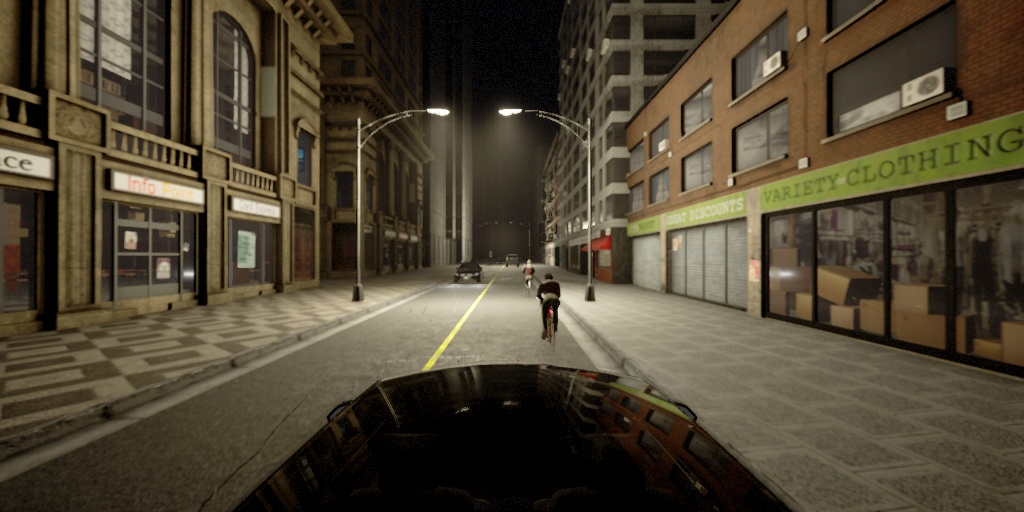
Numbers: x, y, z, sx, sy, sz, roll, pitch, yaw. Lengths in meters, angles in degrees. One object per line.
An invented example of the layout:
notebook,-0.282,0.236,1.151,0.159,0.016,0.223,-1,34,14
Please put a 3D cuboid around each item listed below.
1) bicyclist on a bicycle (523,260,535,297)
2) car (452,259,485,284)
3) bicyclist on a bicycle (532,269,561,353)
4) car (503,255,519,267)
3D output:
bicyclist on a bicycle,0.825,1.073,17.443,0.659,1.776,1.843,0,0,0
car,-3.089,1.201,26.422,1.812,1.442,4.674,0,0,0
bicyclist on a bicycle,0.826,1.185,7.838,0.582,1.620,1.656,0,0,0
car,0.087,0.799,62.422,2.150,2.045,5.566,0,-1,1
